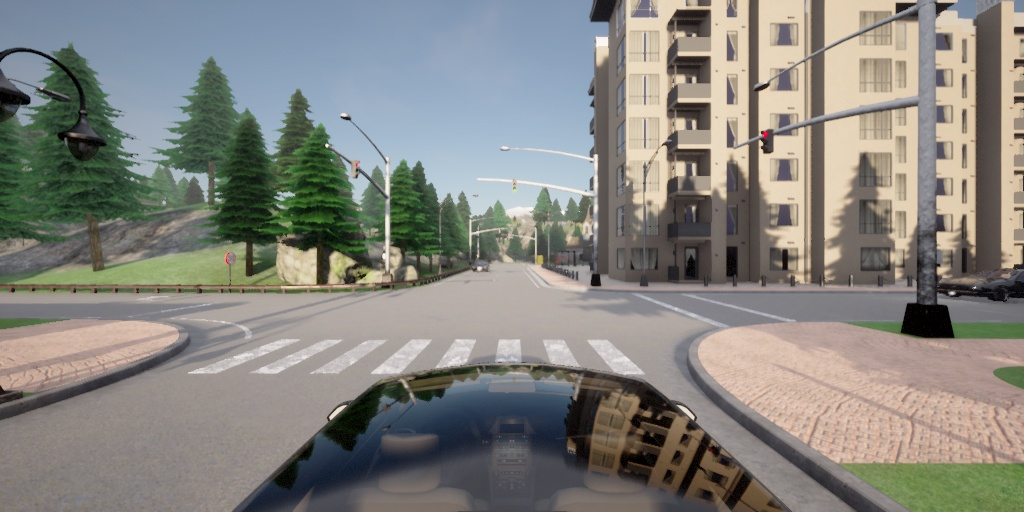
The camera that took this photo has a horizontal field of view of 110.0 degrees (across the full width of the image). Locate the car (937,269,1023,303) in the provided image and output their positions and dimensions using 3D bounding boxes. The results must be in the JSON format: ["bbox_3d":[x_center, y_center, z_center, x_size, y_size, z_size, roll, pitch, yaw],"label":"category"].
[{"bbox_3d":[22.640,1.303,16.218,5.357,1.411,2.033,0,0,1],"label":"car"}]

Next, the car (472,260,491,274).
[{"bbox_3d":[-3.558,1.218,42.139,2.128,1.511,4.902,0,1,1],"label":"car"}]
